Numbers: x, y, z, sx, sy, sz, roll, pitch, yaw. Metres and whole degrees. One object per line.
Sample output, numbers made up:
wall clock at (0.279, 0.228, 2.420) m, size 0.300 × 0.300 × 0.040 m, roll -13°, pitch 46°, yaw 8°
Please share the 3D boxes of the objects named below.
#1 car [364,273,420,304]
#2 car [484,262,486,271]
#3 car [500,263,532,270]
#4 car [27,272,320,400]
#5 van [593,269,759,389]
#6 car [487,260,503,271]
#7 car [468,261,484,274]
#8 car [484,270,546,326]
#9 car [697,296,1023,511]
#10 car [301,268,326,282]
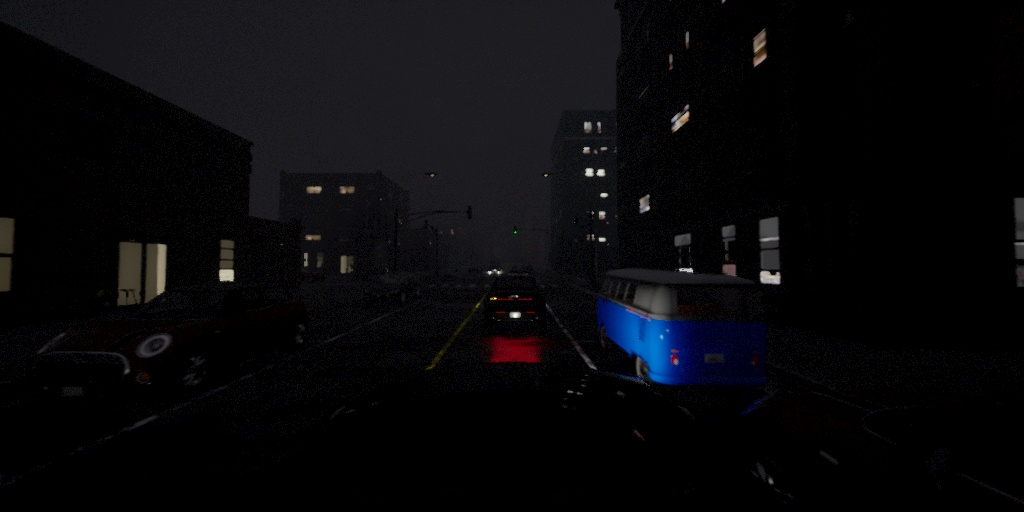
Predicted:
car at (-5.703, 1.498, 17.442) m, size 2.007 × 1.370 × 4.403 m, roll 0°, pitch 0°, yaw 0°
car at (-5.741, 2.034, 61.076) m, size 1.888 × 1.381 × 4.507 m, roll 0°, pitch 0°, yaw 0°
car at (0.813, 1.577, 28.538) m, size 2.128 × 1.511 × 4.902 m, roll 0°, pitch -1°, yaw 10°
car at (-5.692, 1.252, 6.629) m, size 1.967 × 1.591 × 4.097 m, roll 0°, pitch 0°, yaw 0°
van at (2.688, 1.152, 6.628) m, size 1.690 × 1.789 × 3.998 m, roll 0°, pitch 0°, yaw 0°
car at (-3.090, 1.751, 64.442) m, size 2.150 × 2.045 × 5.566 m, roll 0°, pitch -1°, yaw 0°
car at (-5.812, 1.963, 55.395) m, size 1.888 × 1.381 × 4.507 m, roll 0°, pitch 0°, yaw 0°
car at (0.092, 1.388, 12.301) m, size 1.837 × 1.490 × 4.892 m, roll 0°, pitch 0°, yaw 0°
car at (2.693, 1.184, 1.222) m, size 1.967 × 1.591 × 4.097 m, roll 0°, pitch 0°, yaw 0°
car at (-19.320, 1.751, 32.675) m, size 4.507 × 1.381 × 1.888 m, roll 0°, pitch 0°, yaw 0°
